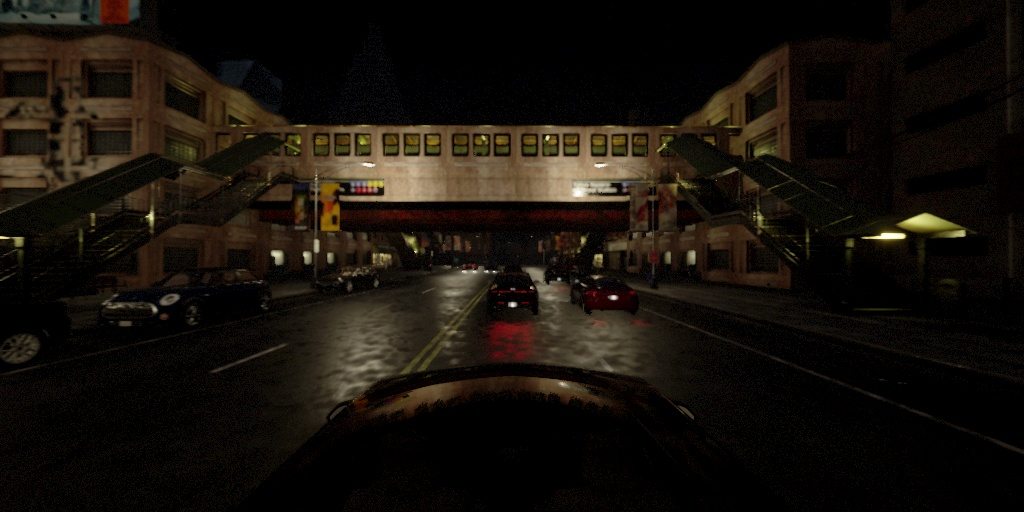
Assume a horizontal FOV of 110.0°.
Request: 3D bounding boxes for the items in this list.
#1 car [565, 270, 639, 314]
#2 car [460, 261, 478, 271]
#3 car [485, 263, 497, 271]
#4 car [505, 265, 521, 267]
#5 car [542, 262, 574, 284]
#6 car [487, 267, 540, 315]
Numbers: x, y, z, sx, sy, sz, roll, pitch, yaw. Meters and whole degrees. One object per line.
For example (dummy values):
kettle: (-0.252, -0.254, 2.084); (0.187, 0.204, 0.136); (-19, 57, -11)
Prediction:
car: (3.546, 1.423, 14.419); (1.994, 1.385, 4.181); (0, 0, 1)
car: (-6.939, 1.592, 59.749); (2.097, 1.767, 4.553); (0, 0, 0)
car: (-3.433, 1.786, 59.586); (2.033, 1.411, 5.357); (0, 0, 1)
car: (0.079, 1.489, 29.244); (1.837, 1.490, 4.892); (0, 0, 1)
car: (3.578, 1.489, 29.235); (1.837, 1.490, 4.892); (0, 0, 1)
car: (0.045, 1.362, 14.238); (1.837, 1.490, 4.892); (0, 0, 1)
